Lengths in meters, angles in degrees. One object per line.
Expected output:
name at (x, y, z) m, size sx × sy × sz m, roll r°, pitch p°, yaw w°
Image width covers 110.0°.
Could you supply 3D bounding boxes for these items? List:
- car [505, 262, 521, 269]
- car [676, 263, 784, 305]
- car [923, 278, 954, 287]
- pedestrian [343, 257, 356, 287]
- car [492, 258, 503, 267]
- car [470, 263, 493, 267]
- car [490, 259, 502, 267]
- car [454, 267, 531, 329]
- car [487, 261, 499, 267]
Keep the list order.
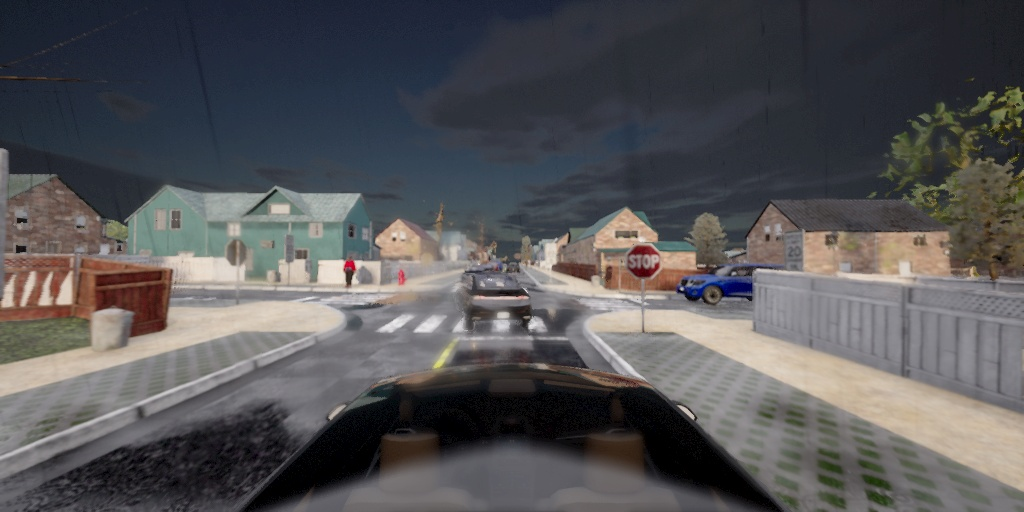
car at (0.153, 1.608, 50.596) m, size 1.837 × 1.490 × 4.892 m, roll 0°, pitch -1°, yaw 0°
car at (11.373, 1.381, 18.184) m, size 5.566 × 2.045 × 2.150 m, roll 1°, pitch -1°, yaw 0°
car at (21.493, 1.866, 18.161) m, size 5.008 × 1.535 × 1.882 m, roll 1°, pitch -1°, yaw 0°
pedestrian at (-9.607, 0.891, 21.128) m, size 0.375 × 1.860 × 0.375 m, roll 0°, pitch -3°, yaw 0°
car at (-2.722, 1.407, 59.775) m, size 2.150 × 2.045 × 5.566 m, roll 0°, pitch 0°, yaw 1°
car at (-2.832, 1.486, 28.381) m, size 1.994 × 1.385 × 4.181 m, roll 0°, pitch 0°, yaw -1°
car at (-2.789, 1.568, 49.175) m, size 1.882 × 1.535 × 5.008 m, roll 0°, pitch -1°, yaw 0°
car at (-0.741, 1.290, 11.539) m, size 2.128 × 1.511 × 4.902 m, roll 1°, pitch 0°, yaw -12°
car at (-2.803, 1.549, 38.764) m, size 2.033 × 1.411 × 5.357 m, roll 0°, pitch 0°, yaw 0°
